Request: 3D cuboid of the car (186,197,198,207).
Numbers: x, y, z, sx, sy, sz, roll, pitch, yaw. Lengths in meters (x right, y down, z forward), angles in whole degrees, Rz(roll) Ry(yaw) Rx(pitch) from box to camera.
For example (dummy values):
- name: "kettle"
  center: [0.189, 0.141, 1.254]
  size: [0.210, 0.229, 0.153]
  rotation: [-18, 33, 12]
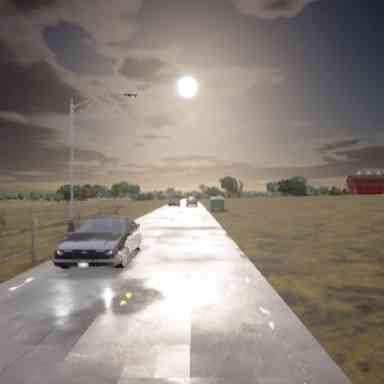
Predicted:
- name: "car"
  center: [0.011, 1.641, 55.495]
  size: [2.128, 1.511, 4.902]
  rotation: [0, 0, 1]

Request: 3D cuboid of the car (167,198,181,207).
- name: "car"
  center: [-2.829, 1.703, 53.543]
  size: [1.994, 1.385, 4.181]
  rotation: [0, 0, 0]

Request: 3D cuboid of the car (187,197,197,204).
- name: "car"
  center: [-0.025, 1.738, 68.378]
  size: [2.033, 1.411, 5.357]
  rotation: [0, 0, 0]

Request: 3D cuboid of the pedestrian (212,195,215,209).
- name: "pedestrian"
  center: [2.809, 1.327, 43.090]
  size: [0.375, 1.860, 0.375]
  rotation: [0, 0, -10]

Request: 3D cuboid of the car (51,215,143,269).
- name: "car"
  center: [-2.856, 1.531, 11.384]
  size: [2.033, 1.411, 5.357]
  rotation: [0, 0, 0]
